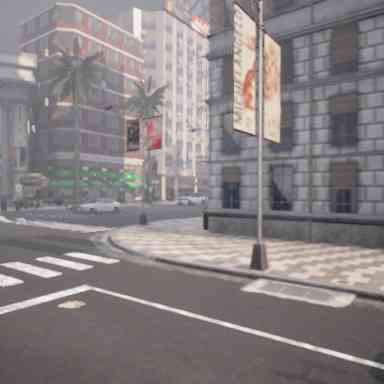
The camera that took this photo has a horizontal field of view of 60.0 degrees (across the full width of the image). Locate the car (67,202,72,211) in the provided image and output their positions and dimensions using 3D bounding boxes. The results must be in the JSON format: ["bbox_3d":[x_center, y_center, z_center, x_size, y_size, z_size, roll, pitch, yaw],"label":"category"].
[{"bbox_3d":[-11.136,1.330,36.110,2.128,1.511,4.902,0,0,36],"label":"car"}]

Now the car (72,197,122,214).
[{"bbox_3d":[-9.090,1.383,33.000,1.812,1.442,4.674,0,0,36],"label":"car"}]

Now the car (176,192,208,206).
[{"bbox_3d":[0.026,1.065,50.914,2.150,2.045,5.566,0,0,40],"label":"car"}]

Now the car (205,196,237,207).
[{"bbox_3d":[4.493,1.409,50.746,2.033,1.411,5.357,0,0,44],"label":"car"}]
